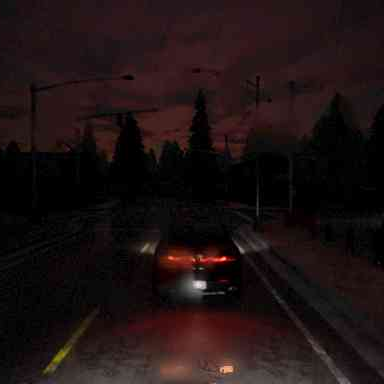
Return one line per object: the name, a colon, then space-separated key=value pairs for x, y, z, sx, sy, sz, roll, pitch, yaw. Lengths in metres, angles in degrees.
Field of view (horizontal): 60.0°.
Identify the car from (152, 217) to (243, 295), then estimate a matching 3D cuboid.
car: x=0.110 y=1.383 z=8.364 sx=1.837 sy=1.490 sz=4.892 roll=0 pitch=1 yaw=0
